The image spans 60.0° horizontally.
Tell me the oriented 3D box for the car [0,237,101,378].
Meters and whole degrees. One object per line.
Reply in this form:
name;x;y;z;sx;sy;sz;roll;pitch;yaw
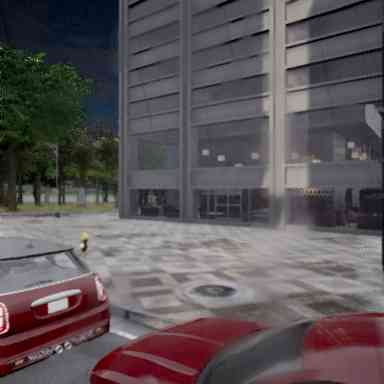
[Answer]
car;-3.248;1.441;5.277;4.097;1.590;1.967;0;0;35

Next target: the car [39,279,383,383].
car;1.179;1.545;2.121;4.507;1.381;1.887;0;0;35
